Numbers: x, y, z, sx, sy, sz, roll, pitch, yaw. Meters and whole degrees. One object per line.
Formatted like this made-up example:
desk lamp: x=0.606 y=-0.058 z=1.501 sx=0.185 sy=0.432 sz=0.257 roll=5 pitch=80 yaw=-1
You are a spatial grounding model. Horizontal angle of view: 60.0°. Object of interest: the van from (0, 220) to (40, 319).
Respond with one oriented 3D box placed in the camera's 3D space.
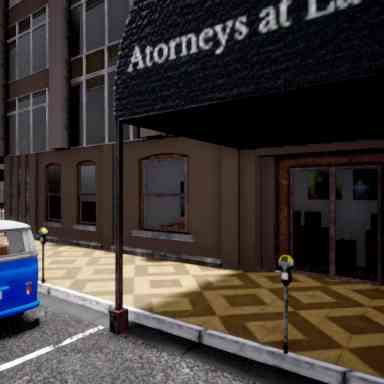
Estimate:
van: x=-4.484 y=1.341 z=6.066 sx=3.998 sy=1.788 sz=1.690 roll=0 pitch=0 yaw=35
